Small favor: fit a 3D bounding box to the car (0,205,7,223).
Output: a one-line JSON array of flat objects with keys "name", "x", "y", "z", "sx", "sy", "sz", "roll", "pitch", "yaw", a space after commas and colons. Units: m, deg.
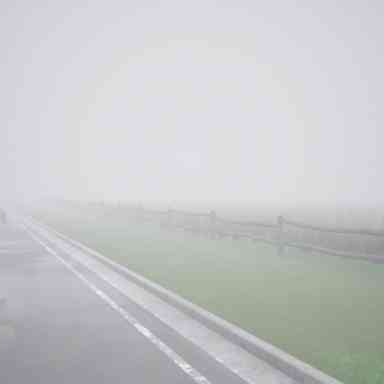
[{"name": "car", "x": -15.161, "y": 1.564, "z": 25.122, "sx": 1.994, "sy": 1.385, "sz": 4.181, "roll": 0, "pitch": 0, "yaw": -32}]
